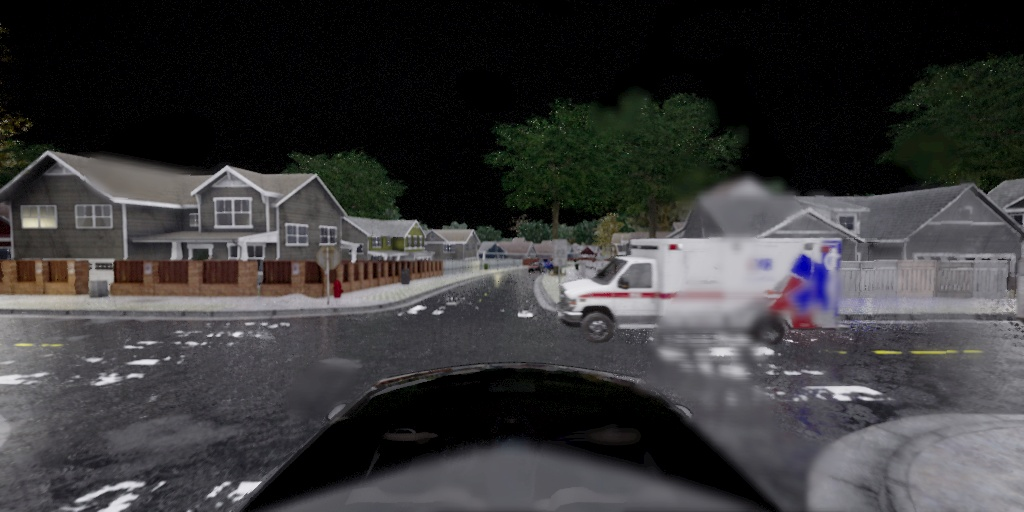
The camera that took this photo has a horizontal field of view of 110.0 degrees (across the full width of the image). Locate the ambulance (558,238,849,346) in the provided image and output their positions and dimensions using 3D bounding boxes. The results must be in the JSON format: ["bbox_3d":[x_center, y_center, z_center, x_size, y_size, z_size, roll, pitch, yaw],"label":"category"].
[{"bbox_3d":[4.417,0.785,9.130,6.366,2.431,2.351,0,2,1],"label":"ambulance"}]

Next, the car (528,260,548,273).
[{"bbox_3d":[3.543,1.636,51.392,1.837,1.490,4.892,0,0,12],"label":"car"}]

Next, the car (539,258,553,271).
[{"bbox_3d":[5.799,1.418,61.501,2.150,2.045,5.566,1,0,15],"label":"car"}]
